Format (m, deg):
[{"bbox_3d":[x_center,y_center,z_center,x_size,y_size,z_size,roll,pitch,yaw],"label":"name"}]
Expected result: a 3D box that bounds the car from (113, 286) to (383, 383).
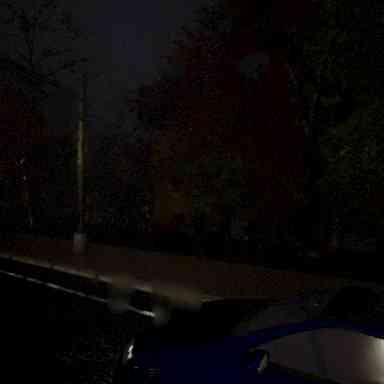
[{"bbox_3d":[1.279,1.563,2.772,4.181,1.385,1.994,0,0,36],"label":"car"}]
